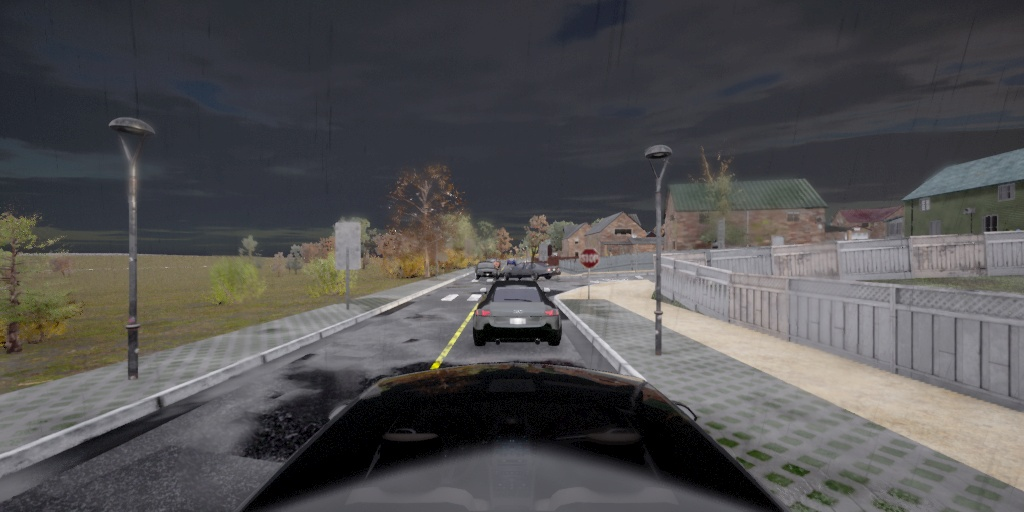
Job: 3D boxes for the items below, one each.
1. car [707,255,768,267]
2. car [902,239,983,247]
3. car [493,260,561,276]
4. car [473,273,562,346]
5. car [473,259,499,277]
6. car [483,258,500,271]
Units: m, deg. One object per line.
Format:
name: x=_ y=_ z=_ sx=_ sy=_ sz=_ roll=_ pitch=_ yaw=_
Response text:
car: x=14.353 y=0.412 z=22.815 sx=4.181 sy=1.385 sz=1.994 roll=-3 pitch=0 yaw=16
car: x=23.857 y=-0.209 z=20.409 sx=4.902 sy=1.511 sz=2.128 roll=-3 pitch=0 yaw=14
car: x=1.293 y=1.196 z=28.417 sx=5.357 sy=1.411 sz=2.033 roll=-4 pitch=-3 yaw=43
car: x=0.089 y=1.313 z=9.400 sx=1.994 sy=1.385 sz=4.181 roll=0 pitch=0 yaw=-1
car: x=-2.299 y=1.256 z=31.322 sx=1.837 sy=1.490 sz=4.892 roll=0 pitch=0 yaw=-8
car: x=-2.928 y=1.118 z=51.139 sx=2.097 sy=1.767 sz=4.553 roll=0 pitch=0 yaw=1
